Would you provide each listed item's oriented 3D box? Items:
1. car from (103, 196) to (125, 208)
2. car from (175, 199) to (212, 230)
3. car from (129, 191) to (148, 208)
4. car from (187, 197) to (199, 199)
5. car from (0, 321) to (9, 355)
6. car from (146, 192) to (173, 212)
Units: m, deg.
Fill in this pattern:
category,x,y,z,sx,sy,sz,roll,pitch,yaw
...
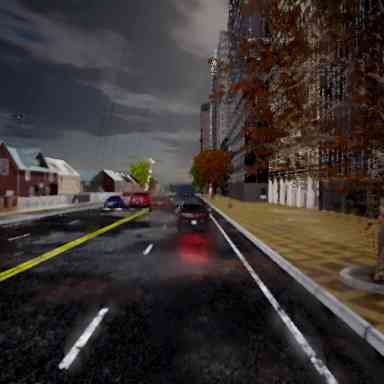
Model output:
category,x,y,z,sx,sy,sz,roll,pitch,yaw
car,-9.819,1.209,42.343,1.812,1.442,4.674,0,0,0
car,0.103,1.340,19.542,1.837,1.490,4.892,0,0,0
car,-6.569,0.905,42.851,2.150,2.045,5.566,0,0,0
car,0.102,1.258,38.114,2.033,1.411,5.357,0,0,0
car,-3.143,1.531,1.582,2.033,1.411,5.357,0,0,-1
car,-3.147,1.088,34.326,2.097,1.767,4.553,0,1,0
